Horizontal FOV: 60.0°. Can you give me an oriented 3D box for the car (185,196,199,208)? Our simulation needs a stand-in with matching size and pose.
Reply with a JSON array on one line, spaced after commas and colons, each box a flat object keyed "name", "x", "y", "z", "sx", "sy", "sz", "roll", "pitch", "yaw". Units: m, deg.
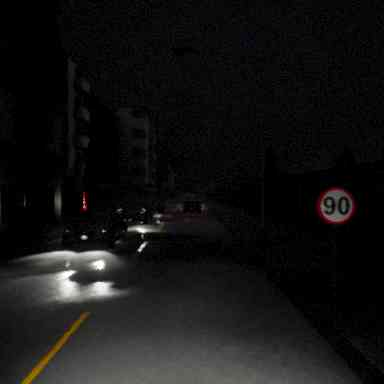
[{"name": "car", "x": 0.018, "y": 1.328, "z": 47.751, "sx": 1.882, "sy": 1.535, "sz": 5.008, "roll": 0, "pitch": 0, "yaw": 0}]

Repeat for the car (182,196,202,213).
[{"name": "car", "x": -0.001, "y": 1.381, "z": 35.290, "sx": 2.128, "sy": 1.511, "sz": 4.902, "roll": 0, "pitch": 0, "yaw": 0}]

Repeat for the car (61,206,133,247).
[{"name": "car", "x": -4.098, "y": 1.518, "z": 14.601, "sx": 1.994, "sy": 1.385, "sz": 4.181, "roll": 0, "pitch": 0, "yaw": 0}]

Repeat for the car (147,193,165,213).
[{"name": "car", "x": -4.036, "y": 1.112, "z": 34.905, "sx": 2.150, "sy": 2.045, "sz": 5.566, "roll": 0, "pitch": 0, "yaw": 1}]

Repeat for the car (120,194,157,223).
[{"name": "car", "x": -4.089, "y": 1.276, "z": 24.331, "sx": 2.097, "sy": 1.767, "sz": 4.553, "roll": 0, "pitch": 0, "yaw": 0}]
